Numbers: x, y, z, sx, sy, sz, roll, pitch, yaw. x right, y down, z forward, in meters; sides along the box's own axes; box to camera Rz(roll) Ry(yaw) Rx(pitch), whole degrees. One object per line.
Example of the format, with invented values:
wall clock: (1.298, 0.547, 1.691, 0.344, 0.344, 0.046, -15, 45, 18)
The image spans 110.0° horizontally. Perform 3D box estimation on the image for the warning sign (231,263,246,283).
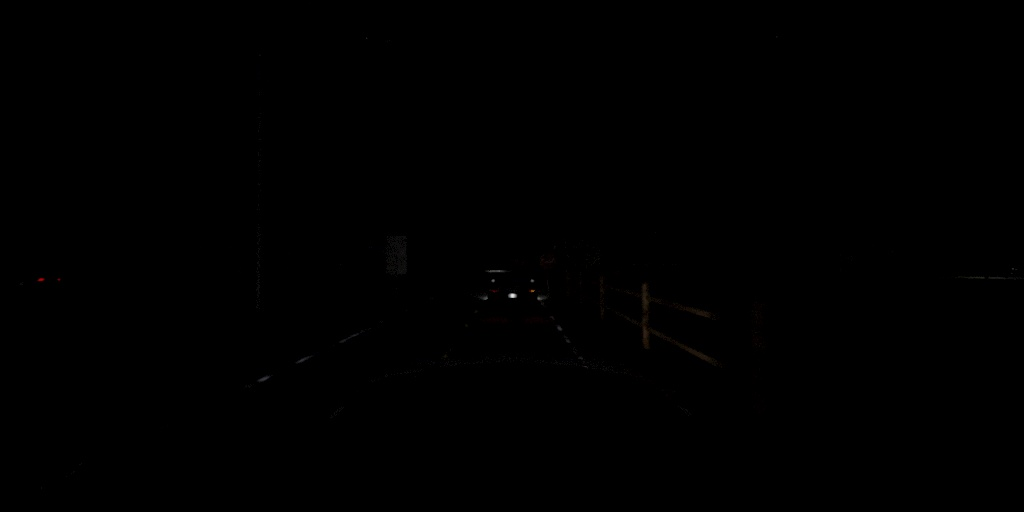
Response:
warning sign: (-25.789, 1.589, 34.066, 1.060, 1.860, 1.300, 0, 0, -1)

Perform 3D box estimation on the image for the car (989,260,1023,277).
car: (46.430, 1.128, 32.418, 5.008, 1.535, 1.882, 0, -2, 0)

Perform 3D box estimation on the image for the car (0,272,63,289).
car: (-42.988, 2.143, 31.461, 5.357, 1.411, 2.033, -1, -2, 0)

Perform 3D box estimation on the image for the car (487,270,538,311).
car: (0.030, 1.464, 15.228, 1.994, 1.385, 4.181, 0, -1, 0)
